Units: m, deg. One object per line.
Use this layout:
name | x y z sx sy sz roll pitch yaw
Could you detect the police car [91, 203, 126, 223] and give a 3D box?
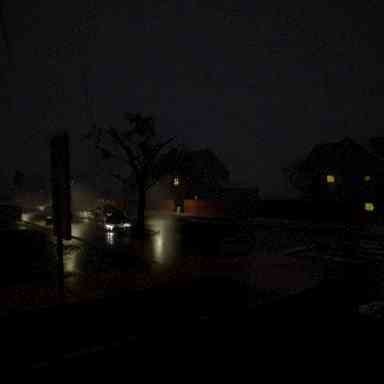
police car | -7.821 1.887 31.001 1.930 1.638 5.238 -2 0 -36
